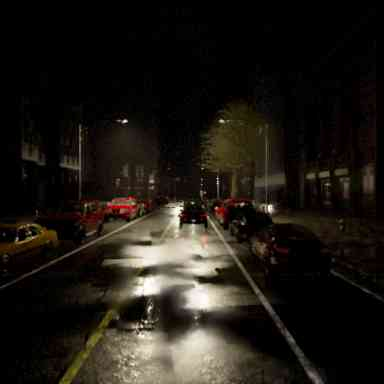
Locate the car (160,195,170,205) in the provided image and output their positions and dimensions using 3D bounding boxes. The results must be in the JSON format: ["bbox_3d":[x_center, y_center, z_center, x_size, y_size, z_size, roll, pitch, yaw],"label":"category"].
[{"bbox_3d":[-5.685,1.802,61.055,1.947,1.339,4.313,0,0,0],"label":"car"}]

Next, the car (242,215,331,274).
[{"bbox_3d":[2.853,1.606,10.299,1.802,1.307,4.206,0,0,0],"label":"car"}]

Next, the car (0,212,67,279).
[{"bbox_3d":[-5.672,1.550,10.137,1.752,1.417,4.829,0,0,0],"label":"car"}]

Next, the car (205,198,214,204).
[{"bbox_3d":[2.846,1.698,38.495,1.947,1.339,4.313,0,0,0],"label":"car"}]

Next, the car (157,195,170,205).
[{"bbox_3d":[-5.688,1.581,66.694,2.192,1.841,5.009,0,0,0],"label":"car"}]

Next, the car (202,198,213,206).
[{"bbox_3d":[2.840,1.818,61.053,1.802,1.307,4.206,0,0,0],"label":"car"}]

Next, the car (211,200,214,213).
[{"bbox_3d":[2.849,1.633,27.217,1.887,1.381,4.507,0,0,0],"label":"car"}]

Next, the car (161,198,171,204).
[{"bbox_3d":[-5.688,1.880,72.332,1.802,1.307,4.206,0,0,0],"label":"car"}]

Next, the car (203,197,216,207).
[{"bbox_3d":[2.841,1.647,55.415,1.967,1.590,4.097,0,0,0],"label":"car"}]

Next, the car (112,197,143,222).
[{"bbox_3d":[-5.677,1.404,27.224,2.192,1.841,5.009,0,0,0],"label":"car"}]

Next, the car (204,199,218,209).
[{"bbox_3d":[2.843,1.763,49.775,1.802,1.307,4.206,0,0,0],"label":"car"}]

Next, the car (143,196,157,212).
[{"bbox_3d":[-5.680,1.448,38.501,2.192,1.841,5.009,0,0,0],"label":"car"}]

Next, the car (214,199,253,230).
[{"bbox_3d":[2.850,1.381,21.578,2.192,1.841,5.009,0,0,0],"label":"car"}]

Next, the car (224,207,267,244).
[{"bbox_3d":[2.851,1.610,15.937,1.947,1.339,4.313,0,0,0],"label":"car"}]

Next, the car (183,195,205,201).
[{"bbox_3d":[0.092,1.363,40.276,2.150,2.045,5.566,0,0,0],"label":"car"}]

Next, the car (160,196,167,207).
[{"bbox_3d":[-5.684,1.774,55.417,1.947,1.339,4.313,0,0,0],"label":"car"}]

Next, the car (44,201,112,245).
[{"bbox_3d":[-5.674,1.360,15.946,2.192,1.841,5.009,0,0,0],"label":"car"}]

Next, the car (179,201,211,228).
[{"bbox_3d":[0.095,1.596,22.716,1.812,1.442,4.674,0,0,0],"label":"car"}]

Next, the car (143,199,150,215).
[{"bbox_3d":[-5.678,1.676,32.862,1.947,1.339,4.313,0,0,0],"label":"car"}]

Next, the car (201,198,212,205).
[{"bbox_3d":[2.838,1.831,66.692,1.947,1.339,4.313,0,0,0],"label":"car"}]

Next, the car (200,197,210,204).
[{"bbox_3d":[2.837,1.864,72.333,1.947,1.339,4.313,0,0,0],"label":"car"}]

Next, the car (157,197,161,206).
[{"bbox_3d":[-5.680,1.701,44.139,1.887,1.381,4.507,0,0,0],"label":"car"}]
